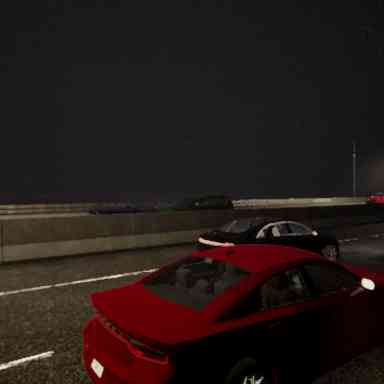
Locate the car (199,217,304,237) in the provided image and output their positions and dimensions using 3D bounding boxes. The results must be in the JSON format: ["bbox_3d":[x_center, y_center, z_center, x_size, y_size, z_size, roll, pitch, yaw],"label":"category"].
[{"bbox_3d":[2.366,1.488,9.730,4.902,1.511,2.128,0,0,-35],"label":"car"}]

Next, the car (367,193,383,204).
[{"bbox_3d":[28.637,1.169,50.132,5.566,2.045,2.150,0,0,-35],"label":"car"}]

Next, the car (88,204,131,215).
[{"bbox_3d":[-5.552,1.596,25.823,4.718,1.301,1.895,0,0,-35],"label":"car"}]

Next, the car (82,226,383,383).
[{"bbox_3d":[1.130,1.476,4.552,5.008,1.535,1.882,0,0,-35],"label":"car"}]

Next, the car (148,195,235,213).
[{"bbox_3d":[0.329,1.215,21.419,5.566,2.045,2.150,0,0,-35],"label":"car"}]

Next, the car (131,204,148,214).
[{"bbox_3d":[-1.601,1.485,24.341,4.902,1.511,2.128,0,0,-35],"label":"car"}]
